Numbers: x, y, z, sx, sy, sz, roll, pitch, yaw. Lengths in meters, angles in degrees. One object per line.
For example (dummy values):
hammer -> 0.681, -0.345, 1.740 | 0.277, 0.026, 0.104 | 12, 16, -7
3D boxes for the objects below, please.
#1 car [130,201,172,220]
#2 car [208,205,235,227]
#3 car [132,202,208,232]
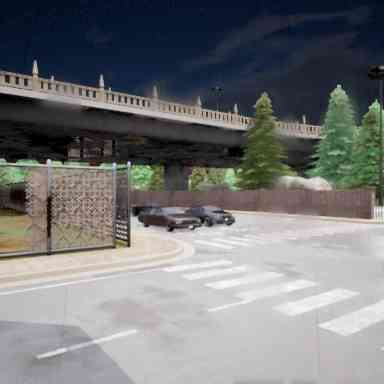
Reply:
car -> -3.803, 1.613, 30.129 | 1.994, 1.385, 4.181 | 0, 0, -36
car -> 1.087, 1.613, 23.298 | 1.994, 1.385, 4.181 | 0, 0, -36
car -> -1.585, 1.598, 20.987 | 2.033, 1.411, 5.357 | 0, 0, -35
